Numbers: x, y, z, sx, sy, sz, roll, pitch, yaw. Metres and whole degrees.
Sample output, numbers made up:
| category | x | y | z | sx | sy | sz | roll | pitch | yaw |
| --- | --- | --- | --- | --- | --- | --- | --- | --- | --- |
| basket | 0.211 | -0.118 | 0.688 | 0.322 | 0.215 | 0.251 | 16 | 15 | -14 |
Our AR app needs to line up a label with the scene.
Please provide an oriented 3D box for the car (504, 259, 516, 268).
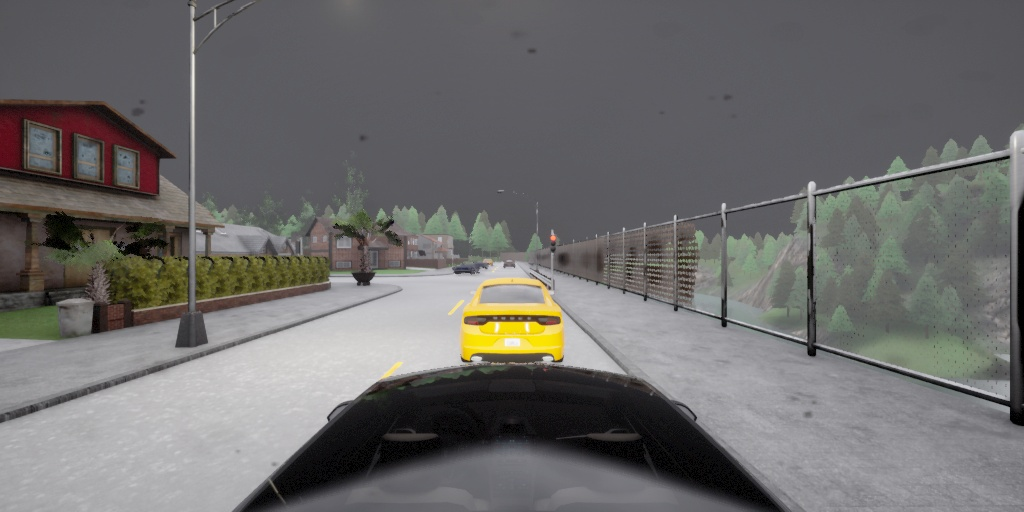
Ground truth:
| category | x | y | z | sx | sy | sz | roll | pitch | yaw |
| --- | --- | --- | --- | --- | --- | --- | --- | --- | --- |
| car | -0.465 | 1.275 | 62.746 | 1.812 | 1.442 | 4.674 | 0 | 0 | -1 |

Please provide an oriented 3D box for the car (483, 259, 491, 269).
| category | x | y | z | sx | sy | sz | roll | pitch | yaw |
| --- | --- | --- | --- | --- | --- | --- | --- | --- | --- |
| car | -4.552 | 1.350 | 52.273 | 1.895 | 1.301 | 4.718 | 0 | 0 | 0 |

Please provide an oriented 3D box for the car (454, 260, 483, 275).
| category | x | y | z | sx | sy | sz | roll | pitch | yaw |
| --- | --- | --- | --- | --- | --- | --- | --- | --- | --- |
| car | -4.738 | 1.351 | 38.278 | 1.895 | 1.301 | 4.718 | 0 | 0 | 7 |

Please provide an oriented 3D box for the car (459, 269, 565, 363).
| category | x | y | z | sx | sy | sz | roll | pitch | yaw |
| --- | --- | --- | --- | --- | --- | --- | --- | --- | --- |
| car | 0.002 | 1.228 | 8.197 | 1.882 | 1.535 | 5.008 | 0 | 0 | 0 |
